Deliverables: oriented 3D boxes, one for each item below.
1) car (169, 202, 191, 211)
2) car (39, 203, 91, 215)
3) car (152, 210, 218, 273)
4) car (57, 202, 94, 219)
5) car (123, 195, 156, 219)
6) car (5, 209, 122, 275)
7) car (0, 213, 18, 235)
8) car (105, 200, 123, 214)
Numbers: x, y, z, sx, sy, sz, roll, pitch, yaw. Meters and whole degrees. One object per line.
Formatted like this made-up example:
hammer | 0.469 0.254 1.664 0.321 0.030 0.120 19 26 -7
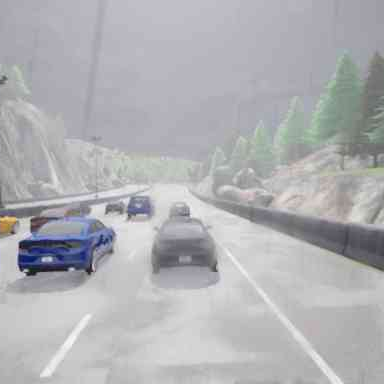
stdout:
car | -1.085 1.589 29.486 2.033 1.411 5.357 -1 0 -2
car | -7.662 1.654 19.525 1.882 1.535 5.008 -1 0 -2
car | -0.275 1.538 10.713 1.812 1.442 4.674 -1 0 -2
car | -11.791 1.815 34.077 2.033 1.411 5.357 -1 0 -2
car | -4.658 1.339 30.970 2.150 2.045 5.566 -1 0 -2
car | -3.786 1.565 10.913 1.882 1.535 5.008 -1 0 -2
car | -11.085 1.726 17.703 1.882 1.535 5.008 -1 0 -2
car | -8.425 1.696 37.219 1.837 1.490 4.892 -1 0 -2
